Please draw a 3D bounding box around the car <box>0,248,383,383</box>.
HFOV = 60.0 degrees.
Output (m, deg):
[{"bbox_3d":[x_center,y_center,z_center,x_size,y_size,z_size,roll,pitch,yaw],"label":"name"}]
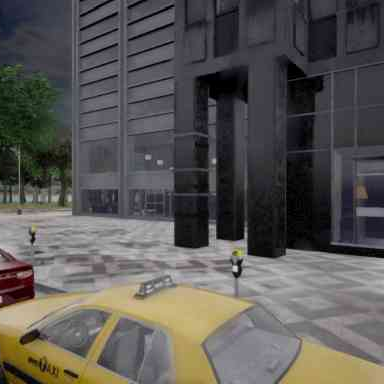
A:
[{"bbox_3d":[-0.558,1.525,3.361,4.829,1.417,1.752,0,0,36],"label":"car"}]
